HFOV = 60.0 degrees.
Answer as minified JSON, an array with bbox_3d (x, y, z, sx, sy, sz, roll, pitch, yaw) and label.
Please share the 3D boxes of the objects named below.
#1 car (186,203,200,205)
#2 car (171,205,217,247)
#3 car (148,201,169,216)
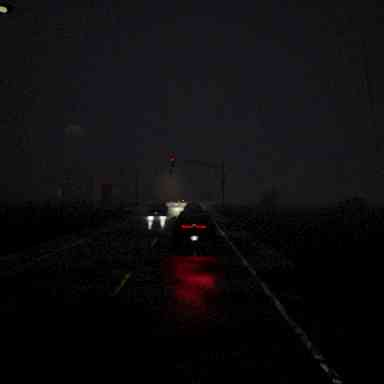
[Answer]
[{"bbox_3d":[0.094,1.694,30.489,2.033,1.411,5.357,0,0,0],"label":"car"},{"bbox_3d":[0.098,1.581,15.486,1.837,1.490,4.892,0,-1,0],"label":"car"},{"bbox_3d":[-3.518,1.717,35.504,2.033,1.411,5.357,0,0,0],"label":"car"}]
